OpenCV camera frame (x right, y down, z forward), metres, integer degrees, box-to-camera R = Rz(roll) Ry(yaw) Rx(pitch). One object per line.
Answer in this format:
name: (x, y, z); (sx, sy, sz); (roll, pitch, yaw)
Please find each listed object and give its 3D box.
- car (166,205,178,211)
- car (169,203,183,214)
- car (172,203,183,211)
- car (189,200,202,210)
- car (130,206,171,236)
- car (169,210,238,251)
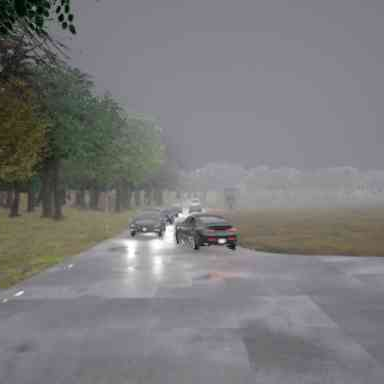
car: (-2.554, 2.142, 30.351); (1.895, 1.301, 4.718); (1, -1, 0)
car: (-2.377, 2.435, 50.251); (1.812, 1.442, 4.674); (1, -1, 1)
car: (-2.475, 2.270, 40.098); (2.033, 1.411, 5.357); (1, -1, 0)
car: (0.531, 2.420, 49.524); (2.128, 1.511, 4.902); (1, -2, 0)
car: (-2.630, 1.876, 20.989); (1.837, 1.490, 4.892); (1, -1, 0)
car: (0.506, 1.774, 15.360); (1.837, 1.490, 4.892); (-1, -2, -17)
